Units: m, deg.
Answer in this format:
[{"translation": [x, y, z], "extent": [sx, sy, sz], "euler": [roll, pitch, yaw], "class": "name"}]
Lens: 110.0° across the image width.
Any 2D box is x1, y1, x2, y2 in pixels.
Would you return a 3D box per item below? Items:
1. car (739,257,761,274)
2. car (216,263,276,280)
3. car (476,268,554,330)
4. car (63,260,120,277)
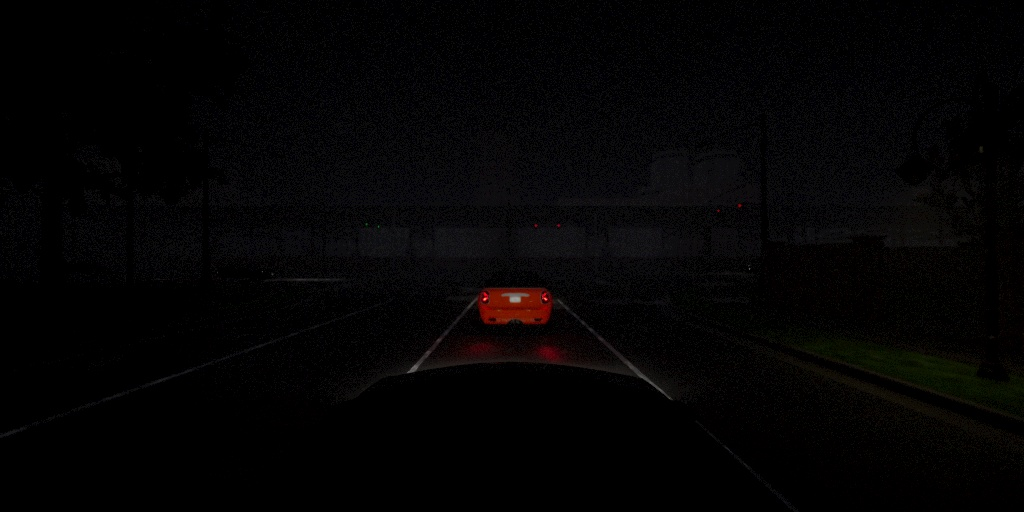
[{"translation": [30.395, 1.024, 42.866], "extent": [5.566, 2.045, 2.150], "euler": [-1, 0, 2], "class": "car"}, {"translation": [-24.893, 1.446, 33.672], "extent": [4.902, 1.511, 2.128], "euler": [0, 0, 2], "class": "car"}, {"translation": [0.091, 1.166, 11.471], "extent": [2.097, 1.767, 4.553], "euler": [0, 0, 0], "class": "car"}, {"translation": [-40.356, 1.138, 34.180], "extent": [4.902, 1.511, 2.128], "euler": [0, 0, 2], "class": "car"}]
